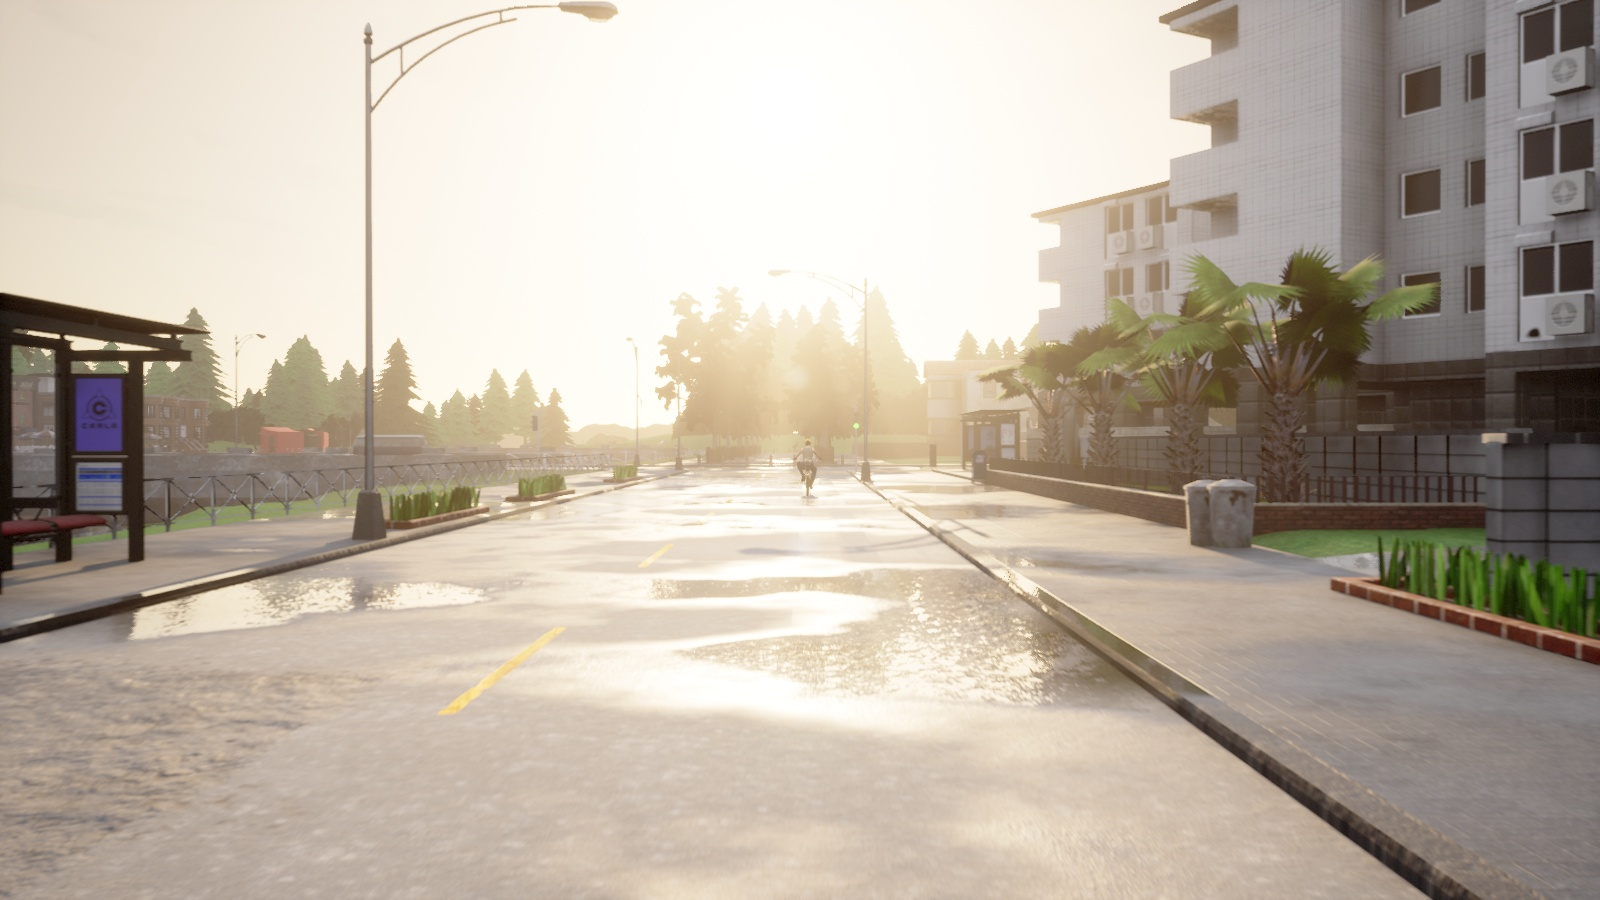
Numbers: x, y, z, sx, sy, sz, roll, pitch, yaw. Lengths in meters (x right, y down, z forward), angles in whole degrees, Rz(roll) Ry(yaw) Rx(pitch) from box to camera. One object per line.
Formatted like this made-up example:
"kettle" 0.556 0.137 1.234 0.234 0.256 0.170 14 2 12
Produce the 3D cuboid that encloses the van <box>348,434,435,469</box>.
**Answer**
"van" -23.479 0.073 72.313 4.442 1.987 1.775 0 0 0

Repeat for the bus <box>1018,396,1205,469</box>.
"bus" 18.673 -1.042 75.856 10.273 4.253 3.944 0 0 0

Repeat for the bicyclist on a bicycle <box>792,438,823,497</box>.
"bicyclist on a bicycle" 0.220 0.482 35.626 0.866 1.612 1.509 0 0 0
